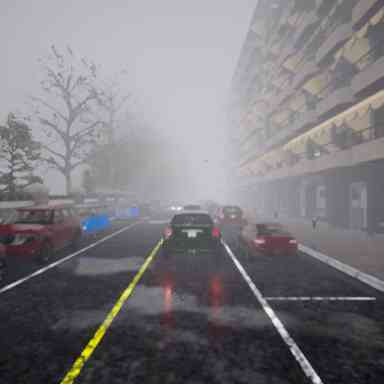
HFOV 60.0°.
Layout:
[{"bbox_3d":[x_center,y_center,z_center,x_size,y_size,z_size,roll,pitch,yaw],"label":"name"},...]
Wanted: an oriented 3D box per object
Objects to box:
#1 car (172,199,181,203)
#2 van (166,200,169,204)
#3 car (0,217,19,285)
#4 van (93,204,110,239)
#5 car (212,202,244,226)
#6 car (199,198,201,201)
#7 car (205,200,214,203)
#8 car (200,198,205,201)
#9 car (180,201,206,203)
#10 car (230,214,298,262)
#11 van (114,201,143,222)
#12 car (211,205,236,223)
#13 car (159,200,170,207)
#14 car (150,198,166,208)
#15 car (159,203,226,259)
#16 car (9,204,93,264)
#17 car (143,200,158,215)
[{"bbox_3d":[-3.022,2.205,64.642,2.128,1.511,4.902,0,-1,1],"label":"car"},{"bbox_3d":[-5.685,2.032,63.136,1.690,1.788,3.998,0,-1,0],"label":"van"},{"bbox_3d":[-5.689,1.513,6.835,1.967,1.590,4.097,0,-1,0],"label":"car"},{"bbox_3d":[-5.689,1.534,18.097,1.690,1.788,3.998,0,-1,0],"label":"van"},{"bbox_3d":[2.692,1.694,23.726,1.967,1.590,4.097,0,-1,0],"label":"car"},{"bbox_3d":[2.695,2.218,63.304,1.752,1.417,4.829,0,-1,0],"label":"car"},{"bbox_3d":[2.693,2.002,40.615,1.947,1.339,4.313,0,-1,0],"label":"car"},{"bbox_3d":[2.694,2.001,51.875,1.967,1.590,4.097,0,-1,0],"label":"car"},{"bbox_3d":[0.019,1.812,28.507,1.837,1.490,4.892,0,0,0],"label":"car"},{"bbox_3d":[2.691,1.715,12.463,1.802,1.307,4.206,0,-1,0],"label":"car"},{"bbox_3d":[-5.688,1.655,29.358,1.690,1.788,3.998,0,-1,0],"label":"van"},{"bbox_3d":[2.692,1.896,29.355,1.802,1.307,4.206,0,-1,0],"label":"car"},{"bbox_3d":[-5.685,2.339,68.764,1.802,1.307,4.206,0,-1,0],"label":"car"},{"bbox_3d":[-5.686,1.876,51.877,2.192,1.841,5.009,0,-1,0],"label":"car"},{"bbox_3d":[0.017,1.494,13.431,2.097,1.767,4.553,0,-1,0],"label":"car"},{"bbox_3d":[-5.690,1.448,12.467,2.192,1.841,5.009,0,-1,0],"label":"car"},{"bbox_3d":[-5.687,2.001,40.615,1.947,1.339,4.313,0,-1,0],"label":"car"}]
